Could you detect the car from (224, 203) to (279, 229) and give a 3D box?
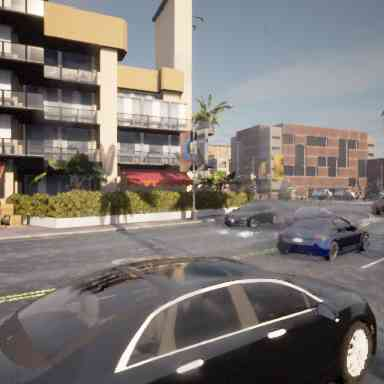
[{"bbox_3d":[3.998,1.491,21.823,1.837,1.490,4.892,1,0,40],"label":"car"}]

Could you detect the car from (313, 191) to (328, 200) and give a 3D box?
[{"bbox_3d":[34.339,1.210,86.109,2.185,1.767,4.553,0,0,-24],"label":"car"}]

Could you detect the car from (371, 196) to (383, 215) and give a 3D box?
[{"bbox_3d":[19.626,1.338,33.783,2.097,1.767,4.553,0,0,22],"label":"car"}]

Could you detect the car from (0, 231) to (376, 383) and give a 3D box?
[{"bbox_3d":[0.213,1.504,3.708,4.892,1.490,1.837,-1,1,-37],"label":"car"}]

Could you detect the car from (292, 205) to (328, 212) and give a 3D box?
[{"bbox_3d":[7.277,1.515,20.283,1.812,1.442,4.674,0,0,39],"label":"car"}]

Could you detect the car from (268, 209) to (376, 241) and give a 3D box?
[{"bbox_3d":[4.936,1.558,12.354,4.181,1.385,1.994,0,0,-44],"label":"car"}]
